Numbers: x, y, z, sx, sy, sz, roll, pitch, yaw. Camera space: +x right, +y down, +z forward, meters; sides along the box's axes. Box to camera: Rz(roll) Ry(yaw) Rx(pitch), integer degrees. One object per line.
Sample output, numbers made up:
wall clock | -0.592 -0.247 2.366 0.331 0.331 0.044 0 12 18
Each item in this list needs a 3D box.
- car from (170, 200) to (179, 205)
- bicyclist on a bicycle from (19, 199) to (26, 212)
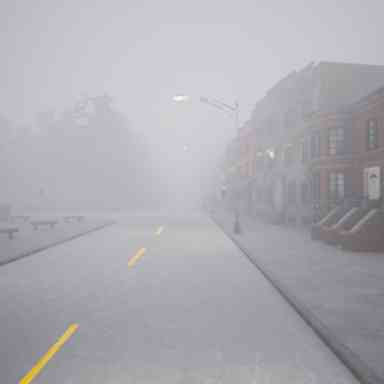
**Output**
car | -4.199 2.558 79.441 1.895 1.301 4.718 0 -1 0
bicyclist on a bicycle | -21.947 1.753 43.116 0.582 1.620 1.656 0 0 0
